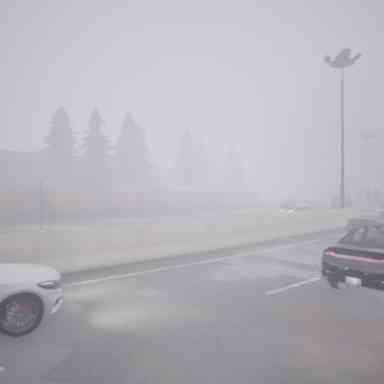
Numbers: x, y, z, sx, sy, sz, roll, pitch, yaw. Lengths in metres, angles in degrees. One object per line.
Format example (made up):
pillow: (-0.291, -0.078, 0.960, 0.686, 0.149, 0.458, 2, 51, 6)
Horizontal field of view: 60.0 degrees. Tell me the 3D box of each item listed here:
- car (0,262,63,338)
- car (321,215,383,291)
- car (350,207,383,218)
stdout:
car: (-4.452, 1.551, 5.026, 4.674, 1.442, 1.812, 0, 0, -35)
car: (5.001, 1.522, 8.034, 4.902, 1.511, 2.128, 0, 0, -40)
car: (9.365, 1.589, 16.926, 1.812, 1.442, 4.674, 0, 0, 45)
